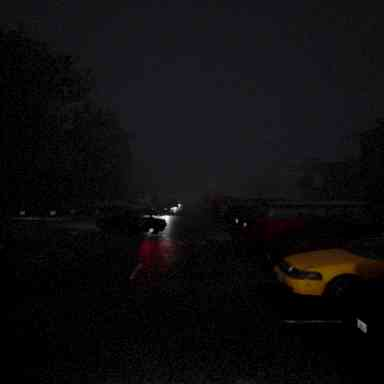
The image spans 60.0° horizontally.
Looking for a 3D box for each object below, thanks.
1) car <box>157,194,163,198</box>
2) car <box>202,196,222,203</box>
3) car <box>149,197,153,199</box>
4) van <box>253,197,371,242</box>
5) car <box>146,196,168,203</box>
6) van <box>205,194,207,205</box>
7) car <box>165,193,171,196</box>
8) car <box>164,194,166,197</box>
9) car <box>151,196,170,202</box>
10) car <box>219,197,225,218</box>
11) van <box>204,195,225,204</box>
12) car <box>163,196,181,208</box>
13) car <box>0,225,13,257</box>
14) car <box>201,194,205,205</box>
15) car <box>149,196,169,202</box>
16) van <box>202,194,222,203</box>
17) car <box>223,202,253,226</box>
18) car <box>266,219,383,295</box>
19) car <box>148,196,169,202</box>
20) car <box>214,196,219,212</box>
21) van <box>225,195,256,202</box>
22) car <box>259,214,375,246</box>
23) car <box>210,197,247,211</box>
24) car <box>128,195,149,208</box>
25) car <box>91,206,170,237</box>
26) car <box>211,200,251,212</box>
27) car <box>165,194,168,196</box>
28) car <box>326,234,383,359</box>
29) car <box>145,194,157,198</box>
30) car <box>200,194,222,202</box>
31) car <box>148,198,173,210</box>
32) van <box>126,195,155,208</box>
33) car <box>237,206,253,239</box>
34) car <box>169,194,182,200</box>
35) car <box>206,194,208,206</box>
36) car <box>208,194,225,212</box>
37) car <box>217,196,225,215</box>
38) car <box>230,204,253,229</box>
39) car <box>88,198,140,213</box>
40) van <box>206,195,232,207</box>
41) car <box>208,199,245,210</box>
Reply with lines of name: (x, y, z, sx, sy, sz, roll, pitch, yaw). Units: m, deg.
car: (-8.359, 1.524, 57.080, 5.566, 2.045, 2.435, 0, 0, 0)
car: (4.749, 1.815, 80.105, 4.674, 1.452, 2.002, 0, 0, 0)
car: (-8.302, 1.746, 45.977, 4.792, 1.488, 2.163, 0, 0, 0)
van: (4.863, 1.315, 12.818, 4.442, 1.987, 1.878, 0, 0, 0)
car: (-8.333, 1.777, 79.291, 5.008, 1.535, 2.097, 0, 0, 0)
van: (4.632, 1.508, 49.261, 4.442, 1.987, 1.878, 0, 0, 0)
car: (-8.300, 1.532, 76.515, 5.566, 2.045, 2.435, 0, 0, 0)
car: (-8.514, 1.795, 68.186, 5.366, 1.575, 1.946, 0, 0, 0)
car: (-8.356, 1.785, 87.618, 4.792, 1.488, 2.163, 0, 0, 0)
car: (4.716, 1.489, 26.834, 4.553, 1.767, 2.185, 0, 0, 0)
van: (4.868, 1.569, 71.691, 4.442, 1.987, 1.878, 0, 0, 0)
car: (-3.301, 1.847, 54.622, 1.994, 1.385, 4.181, 0, 0, 1)
car: (-8.306, 1.272, 9.651, 5.566, 2.045, 2.435, 0, 0, 0)
car: (4.778, 1.513, 54.868, 5.566, 2.045, 2.435, 0, 0, 0)
car: (-8.334, 1.764, 84.843, 4.892, 1.521, 2.231, 0, 0, 0)
van: (4.635, 1.556, 77.301, 4.442, 1.987, 1.878, 0, 0, 0)
car: (4.752, 1.585, 21.227, 5.008, 1.535, 2.097, 0, 0, 0)
car: (4.560, 1.508, 7.211, 5.366, 1.575, 1.946, 0, 0, 0)
car: (-8.333, 1.770, 82.067, 5.008, 1.535, 2.097, 0, 0, 0)
car: (4.779, 1.519, 32.441, 4.553, 1.767, 2.185, 0, 0, 0)
van: (4.863, 1.374, 24.031, 4.442, 1.987, 1.878, 0, 0, 0)
car: (4.716, 1.555, 10.014, 4.792, 1.488, 2.163, 0, 0, 0)
car: (4.717, 1.579, 43.654, 4.553, 1.767, 2.185, 0, 0, 0)
car: (-8.362, 1.576, 43.200, 4.553, 1.767, 2.185, 0, 0, 0)
car: (-3.606, 1.693, 18.797, 1.895, 1.301, 4.718, 0, 0, -42)
car: (4.751, 1.729, 40.849, 4.674, 1.452, 2.002, 0, 0, 0)
car: (-8.323, 1.795, 70.963, 5.008, 1.535, 2.097, 0, 0, 0)
car: (4.750, 1.497, 4.411, 5.008, 1.535, 2.097, 0, 0, 0)
car: (-8.360, 1.480, 48.753, 5.566, 2.045, 2.435, 0, 0, 0)
car: (4.780, 1.509, 85.711, 5.566, 2.045, 2.435, 0, 0, 0)
car: (-3.342, 1.709, 36.053, 1.812, 1.442, 4.674, 0, 0, 0)
van: (-8.447, 1.535, 54.304, 4.442, 1.987, 1.878, 0, 0, 0)
car: (4.775, 1.585, 15.620, 4.792, 1.488, 2.163, 0, 0, 0)
car: (-3.244, 1.798, 69.665, 1.837, 1.490, 4.892, 0, 0, 0)
car: (4.777, 1.423, 38.048, 5.566, 2.045, 2.435, 0, 0, 0)
car: (4.776, 1.408, 35.244, 5.566, 2.045, 2.435, 0, 0, 0)
car: (4.779, 1.504, 29.637, 4.553, 1.767, 2.185, 0, 0, 0)
car: (4.776, 1.600, 18.423, 4.792, 1.488, 2.163, 0, 0, 0)
car: (-8.338, 1.659, 34.873, 4.892, 1.521, 2.231, 0, 0, 0)
van: (4.633, 1.552, 57.668, 4.442, 1.987, 1.878, 0, 0, 0)
car: (4.755, 1.720, 46.456, 4.892, 1.521, 2.231, 0, 0, 0)
